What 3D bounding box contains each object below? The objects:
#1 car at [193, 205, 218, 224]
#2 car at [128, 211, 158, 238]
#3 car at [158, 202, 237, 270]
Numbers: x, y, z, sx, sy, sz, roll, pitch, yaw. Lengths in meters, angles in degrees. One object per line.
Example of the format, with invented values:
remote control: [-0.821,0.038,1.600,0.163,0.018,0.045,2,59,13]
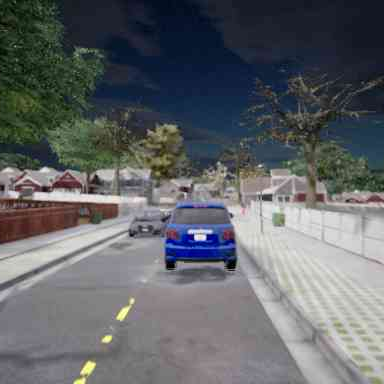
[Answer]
car: [1.256,1.915,29.525,2.033,1.411,5.357,0,-1,4]
car: [-2.318,1.795,19.180,1.994,1.385,4.181,0,-1,3]
car: [0.318,1.361,11.708,2.150,2.045,5.566,0,-1,2]
